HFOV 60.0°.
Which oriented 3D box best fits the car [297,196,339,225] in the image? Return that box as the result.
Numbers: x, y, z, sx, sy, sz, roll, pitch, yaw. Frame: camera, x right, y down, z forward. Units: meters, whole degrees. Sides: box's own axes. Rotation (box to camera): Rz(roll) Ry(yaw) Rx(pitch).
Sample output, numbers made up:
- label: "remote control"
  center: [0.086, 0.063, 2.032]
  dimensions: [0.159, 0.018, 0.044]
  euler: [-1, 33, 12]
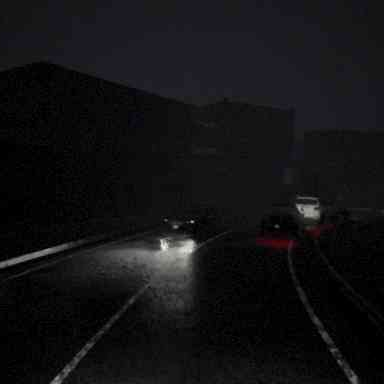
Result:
- label: "car"
  center: [9.892, 1.410, 26.872]
  dimensions: [2.150, 2.045, 5.566]
  euler: [4, 1, 35]

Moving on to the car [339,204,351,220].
- label: "car"
  center: [13.419, 1.807, 31.291]
  dimensions: [1.837, 1.490, 4.892]
  euler: [5, 2, 42]

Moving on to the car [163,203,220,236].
- label: "car"
  center: [0.120, 1.387, 18.000]
  dimensions: [2.128, 1.511, 4.902]
  euler: [2, 1, 22]

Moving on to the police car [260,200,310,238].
- label: "police car"
  center: [5.225, 1.490, 18.737]
  dimensions: [1.930, 1.638, 5.238]
  euler: [2, 0, 24]
